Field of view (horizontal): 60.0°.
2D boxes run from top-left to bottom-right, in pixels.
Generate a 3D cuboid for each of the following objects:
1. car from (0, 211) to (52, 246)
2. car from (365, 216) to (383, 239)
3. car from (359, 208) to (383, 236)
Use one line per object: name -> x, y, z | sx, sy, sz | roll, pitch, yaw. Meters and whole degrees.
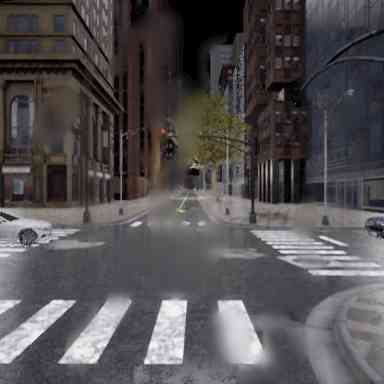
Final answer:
car -> -8.325, 1.455, 13.776 | 4.674, 1.442, 1.812 | 1, 0, -16
car -> 10.875, 1.415, 15.705 | 4.553, 1.767, 2.097 | 0, 0, 0
car -> 11.909, 1.618, 18.368 | 4.403, 1.369, 2.008 | 0, 0, 0
